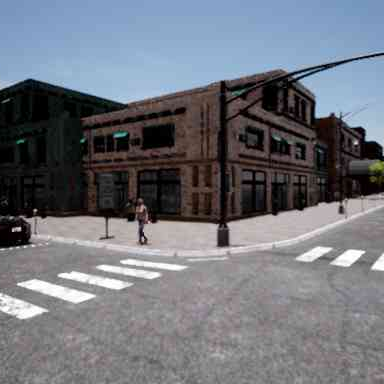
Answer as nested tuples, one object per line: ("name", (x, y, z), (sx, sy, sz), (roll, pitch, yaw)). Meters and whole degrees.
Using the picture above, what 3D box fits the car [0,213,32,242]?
("car", (-9.015, 1.625, 15.241), (4.313, 1.339, 1.947), (-1, 1, 37))

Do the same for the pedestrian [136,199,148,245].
("pedestrian", (-2.010, 1.139, 13.159), (0.375, 1.860, 0.375), (0, 1, 37))

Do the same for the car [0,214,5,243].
("car", (-9.442, 1.609, 12.439), (5.357, 1.411, 2.033), (-1, 0, 36))
